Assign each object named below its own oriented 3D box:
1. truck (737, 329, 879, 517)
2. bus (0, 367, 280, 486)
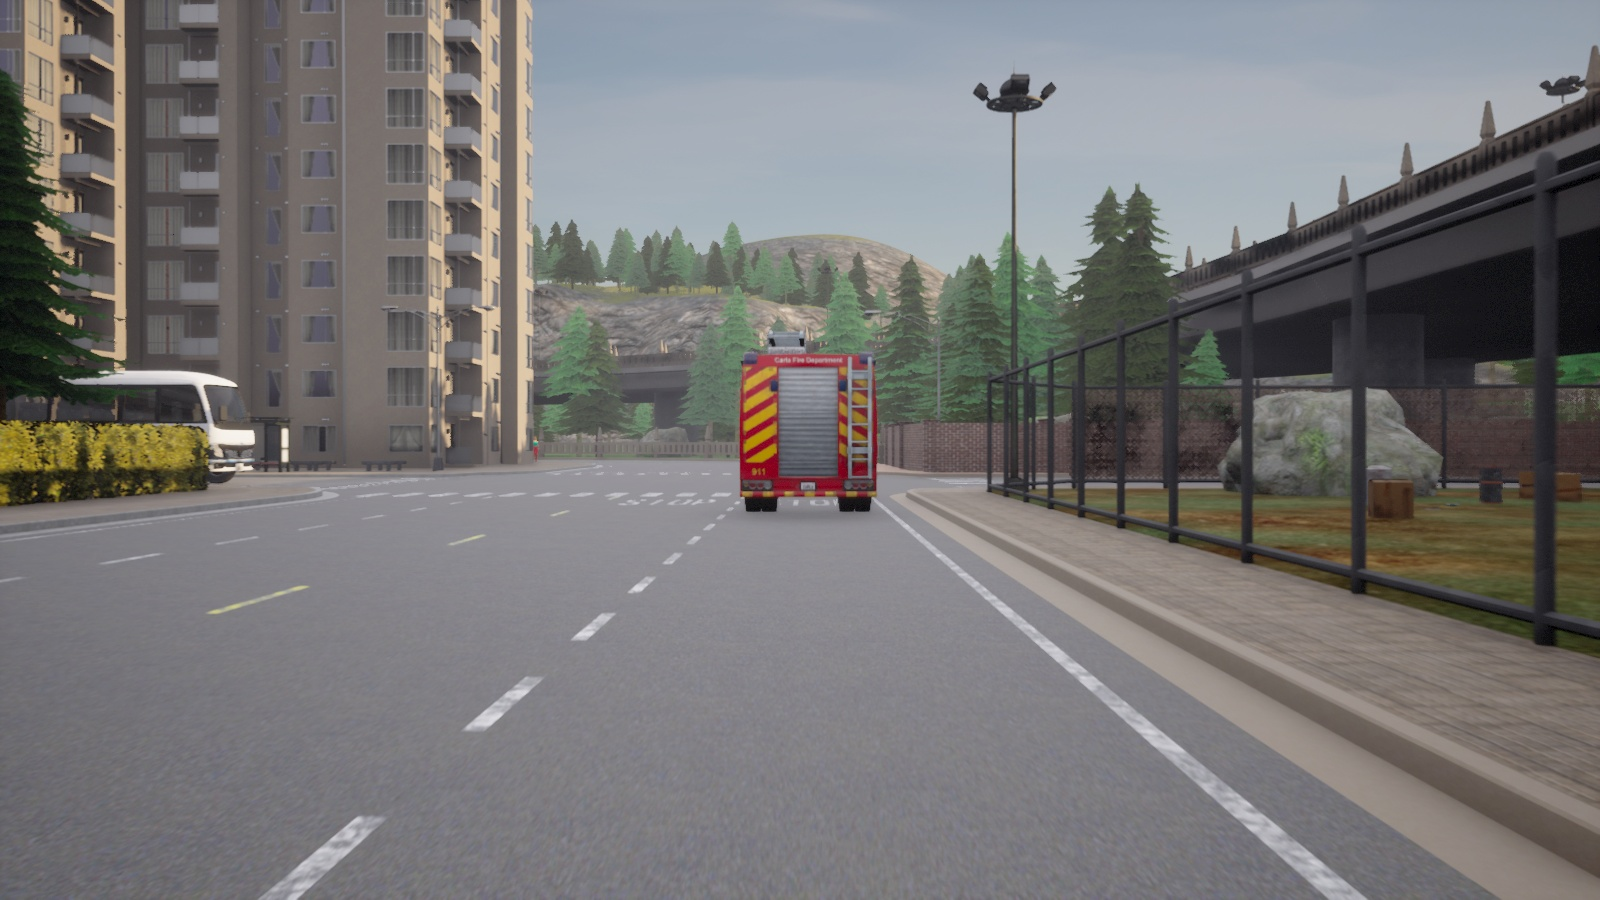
[{"bbox_3d":[0.187,-0.586,29.887,2.891,3.827,8.468,0,0,0],"label":"truck"},{"bbox_3d":[-25.322,-0.859,46.796,10.273,4.253,3.944,0,0,0],"label":"bus"}]
